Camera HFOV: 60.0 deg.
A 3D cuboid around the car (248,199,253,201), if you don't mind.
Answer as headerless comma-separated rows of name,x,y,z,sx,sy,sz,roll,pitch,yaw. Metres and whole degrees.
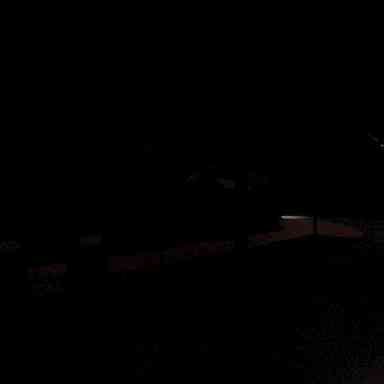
car,4.895,1.348,29.594,4.892,1.490,1.837,0,0,42
